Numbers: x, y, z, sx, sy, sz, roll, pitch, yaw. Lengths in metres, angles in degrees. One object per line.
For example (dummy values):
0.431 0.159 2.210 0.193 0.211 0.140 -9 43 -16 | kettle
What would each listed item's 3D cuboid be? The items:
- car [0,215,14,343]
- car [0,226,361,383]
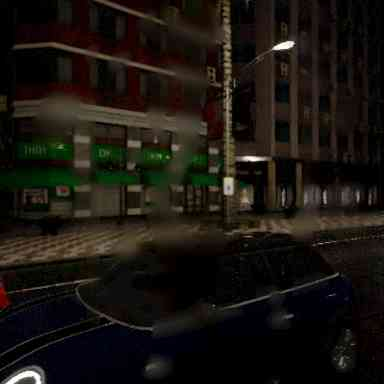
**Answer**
-5.158 1.358 4.580 4.553 1.767 2.097 0 0 -35 | car
-0.080 1.344 3.878 4.553 1.767 2.097 0 0 -35 | car
